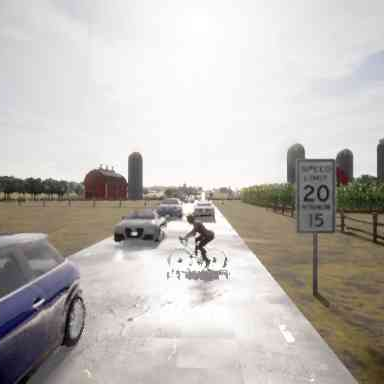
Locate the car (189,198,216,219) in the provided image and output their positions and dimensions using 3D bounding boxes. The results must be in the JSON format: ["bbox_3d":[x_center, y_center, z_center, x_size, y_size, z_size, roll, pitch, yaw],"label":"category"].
[{"bbox_3d":[1.058,1.541,28.609,2.033,1.411,5.357,0,0,2],"label":"car"}]

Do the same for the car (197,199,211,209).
[{"bbox_3d":[1.710,1.644,46.893,1.895,1.301,4.718,0,0,2],"label":"car"}]

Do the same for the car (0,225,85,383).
[{"bbox_3d":[-2.783,1.351,3.345,2.097,1.767,4.553,0,0,2],"label":"car"}]

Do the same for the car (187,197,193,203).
[{"bbox_3d":[-0.473,1.656,66.266,2.128,1.511,4.902,0,0,3],"label":"car"}]

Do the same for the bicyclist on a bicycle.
[{"bbox_3d":[0.142,1.453,9.297,1.656,1.620,0.582,-1,0,2],"label":"bicyclist on a bicycle"}]

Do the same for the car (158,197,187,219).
[{"bbox_3d":[-1.852,1.345,28.972,2.097,1.767,4.553,0,0,2],"label":"car"}]

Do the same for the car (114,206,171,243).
[{"bbox_3d":[-2.340,1.561,15.910,1.994,1.385,4.181,0,0,2],"label":"car"}]
